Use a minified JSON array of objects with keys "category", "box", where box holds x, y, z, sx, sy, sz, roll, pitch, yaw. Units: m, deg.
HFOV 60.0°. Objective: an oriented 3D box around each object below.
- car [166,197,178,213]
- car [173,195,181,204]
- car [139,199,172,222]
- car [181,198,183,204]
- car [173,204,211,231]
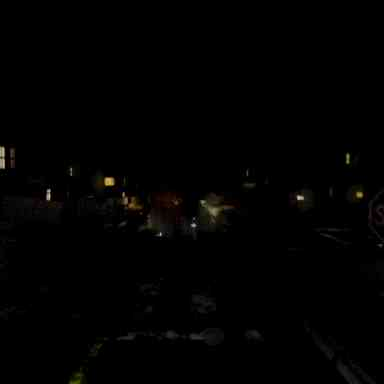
[{"category":"car","box":[-2.851,1.561,35.933,1.994,1.385,4.181,0,0,1]},{"category":"car","box":[-2.854,1.493,45.994,1.882,1.535,5.008,0,0,0]},{"category":"car","box":[-2.902,1.512,25.971,1.812,1.442,4.674,0,0,2]},{"category":"car","box":[-2.790,1.399,60.043,2.097,1.767,4.553,0,0,0]},{"category":"car","box":[0.097,1.540,19.878,1.895,1.301,4.718,0,-2,0]}]
